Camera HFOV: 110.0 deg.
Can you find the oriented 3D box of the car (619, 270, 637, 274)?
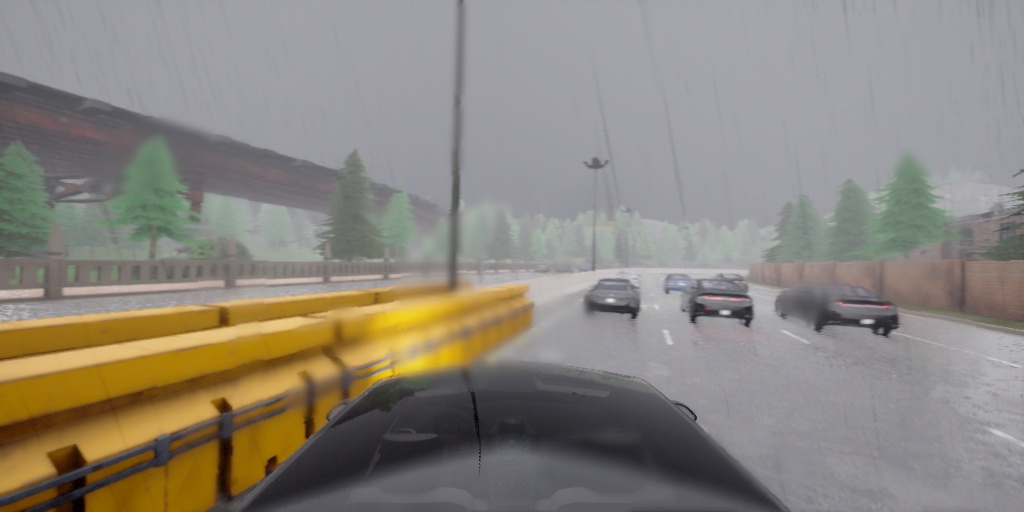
[{"bbox_3d":[9.502,1.902,29.425,1.812,1.442,4.674,1,-1,20],"label":"car"}]

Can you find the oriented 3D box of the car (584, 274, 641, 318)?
[{"bbox_3d":[4.222,1.603,14.754,1.994,1.385,4.181,1,-1,20],"label":"car"}]

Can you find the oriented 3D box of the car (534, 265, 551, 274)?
[{"bbox_3d":[4.969,2.139,57.285,1.812,1.442,4.674,1,-1,24],"label":"car"}]

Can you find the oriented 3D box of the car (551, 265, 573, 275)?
[{"bbox_3d":[8.102,2.183,55.685,1.837,1.490,4.892,1,0,24],"label":"car"}]

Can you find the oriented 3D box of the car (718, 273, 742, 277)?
[{"bbox_3d":[15.855,2.008,26.425,2.128,1.511,4.902,1,-1,20],"label":"car"}]

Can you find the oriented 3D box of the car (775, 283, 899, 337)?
[{"bbox_3d":[10.784,1.682,12.318,2.128,1.511,4.902,1,-1,20],"label":"car"}]

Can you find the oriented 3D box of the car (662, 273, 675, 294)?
[{"bbox_3d":[11.810,1.939,25.573,2.033,1.411,5.357,1,-1,20],"label":"car"}]

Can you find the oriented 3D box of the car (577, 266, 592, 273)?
[{"bbox_3d":[11.145,2.220,53.914,1.882,1.535,5.008,1,-1,24],"label":"car"}]

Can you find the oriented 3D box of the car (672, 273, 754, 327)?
[{"bbox_3d":[7.459,1.602,13.415,2.128,1.511,4.902,1,-1,20],"label":"car"}]
